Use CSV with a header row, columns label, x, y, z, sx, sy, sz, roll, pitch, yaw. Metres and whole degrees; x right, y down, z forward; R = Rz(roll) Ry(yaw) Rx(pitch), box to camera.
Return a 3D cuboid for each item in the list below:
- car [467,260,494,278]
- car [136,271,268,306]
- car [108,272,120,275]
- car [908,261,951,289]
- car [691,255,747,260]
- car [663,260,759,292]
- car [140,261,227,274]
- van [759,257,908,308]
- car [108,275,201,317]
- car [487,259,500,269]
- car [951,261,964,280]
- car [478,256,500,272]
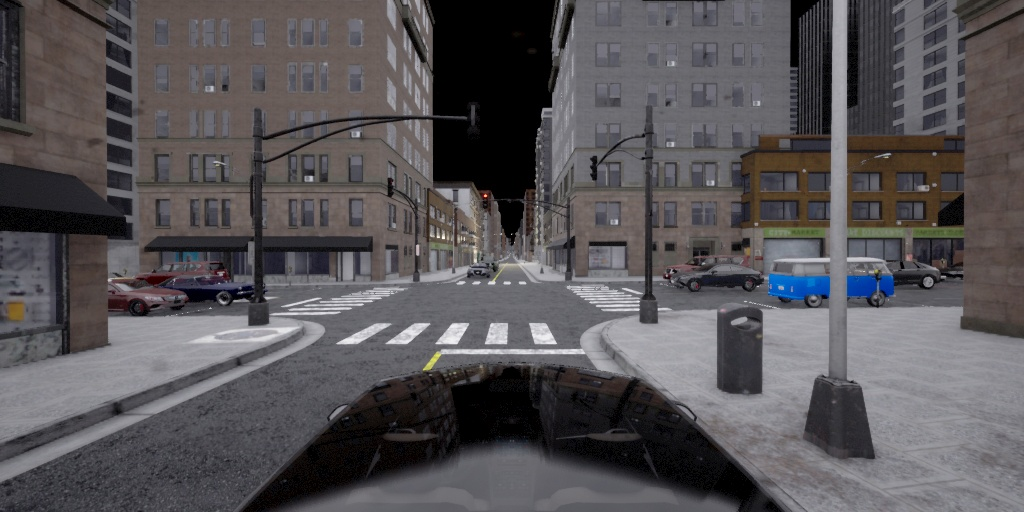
label,x,y,z,sx,sy,sz,roll,pitch,yaw
car,-3.088,1.320,34.284,1.994,1.385,4.181,0,0,0
car,-13.949,1.517,16.300,4.718,1.301,1.895,-1,0,0
car,-26.012,1.552,22.137,4.829,1.417,1.751,0,0,0
car,20.293,0.981,19.570,4.892,1.490,1.837,-1,0,0
car,12.103,0.872,22.219,5.009,1.841,2.192,0,0,0
car,11.108,1.114,19.567,4.674,1.442,1.812,-1,0,1
car,-20.338,1.271,22.149,5.009,1.841,2.192,0,0,0
van,12.123,0.957,13.693,3.998,1.789,1.690,0,0,0
car,-14.814,1.528,13.636,4.207,1.307,1.802,0,0,0
car,-3.049,1.291,59.229,1.837,1.490,4.892,0,0,0
car,28.931,0.916,22.255,4.313,1.339,1.948,0,0,0
car,-3.078,0.991,45.790,2.150,2.045,5.566,0,0,0
